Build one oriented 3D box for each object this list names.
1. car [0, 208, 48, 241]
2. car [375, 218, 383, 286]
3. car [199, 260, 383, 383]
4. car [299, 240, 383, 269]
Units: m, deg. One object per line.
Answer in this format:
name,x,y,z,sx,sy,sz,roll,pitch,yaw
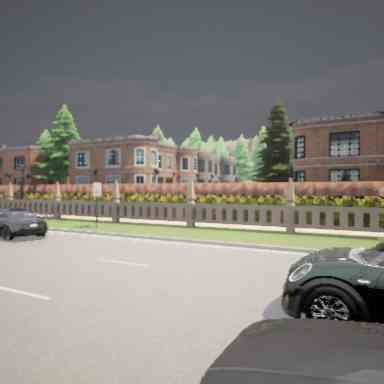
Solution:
car,-9.054,1.501,16.276,4.181,1.385,1.994,0,0,28
car,6.998,1.513,7.626,4.892,1.490,1.837,1,0,28
car,2.616,1.552,2.035,5.357,1.411,2.033,0,0,28
car,3.837,1.354,5.352,4.553,1.767,2.097,0,0,28
